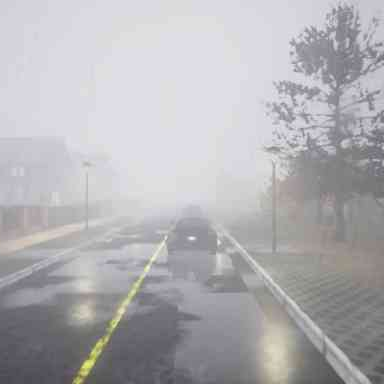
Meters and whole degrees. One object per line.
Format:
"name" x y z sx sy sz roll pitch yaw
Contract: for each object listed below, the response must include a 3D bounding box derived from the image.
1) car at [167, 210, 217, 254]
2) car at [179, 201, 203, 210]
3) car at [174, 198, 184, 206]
"car" 0.006 1.705 14.296 1.994 1.385 4.181 0 -1 0
"car" 0.011 1.806 29.366 1.812 1.442 4.674 0 0 0
"car" -2.733 2.147 70.956 1.837 1.490 4.892 0 -1 0
